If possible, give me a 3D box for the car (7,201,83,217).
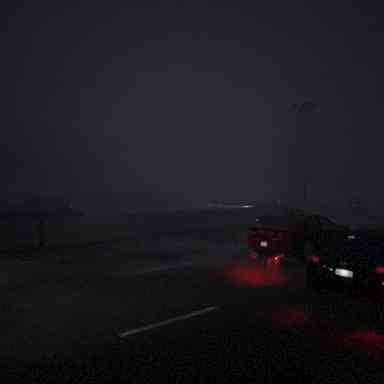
[{"bbox_3d":[-9.974,1.599,23.210,4.674,1.442,1.812,0,0,-42],"label":"car"}]

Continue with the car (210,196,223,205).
[{"bbox_3d":[4.696,1.477,62.698,2.097,1.767,4.553,0,0,10],"label":"car"}]

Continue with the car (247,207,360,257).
[{"bbox_3d":[4.101,1.496,12.204,5.008,1.535,1.882,0,0,-42],"label":"car"}]

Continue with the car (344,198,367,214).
[{"bbox_3d":[17.775,1.391,36.192,2.097,1.767,4.553,0,0,28],"label":"car"}]

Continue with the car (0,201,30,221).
[{"bbox_3d":[-16.149,1.587,27.143,4.902,1.511,2.128,0,0,-40],"label":"car"}]

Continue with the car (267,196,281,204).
[{"bbox_3d":[13.122,1.438,52.932,2.097,1.767,4.553,0,0,16],"label":"car"}]

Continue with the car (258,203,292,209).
[{"bbox_3d":[5.286,1.554,18.330,1.812,1.442,4.674,0,0,44],"label":"car"}]

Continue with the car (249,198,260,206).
[{"bbox_3d":[11.012,1.702,58.425,1.895,1.301,4.718,0,0,13],"label":"car"}]

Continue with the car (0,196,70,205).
[{"bbox_3d":[-12.172,1.305,25.880,5.566,2.045,2.150,0,0,-41],"label":"car"}]

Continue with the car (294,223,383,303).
[{"bbox_3d":[4.510,1.572,7.904,4.181,1.385,1.994,0,0,-41],"label":"car"}]

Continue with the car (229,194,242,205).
[{"bbox_3d":[7.990,1.338,61.100,2.150,2.045,5.566,0,0,11],"label":"car"}]

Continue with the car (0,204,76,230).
[{"bbox_3d":[-9.747,1.611,18.754,5.357,1.411,2.033,0,0,-39],"label":"car"}]
